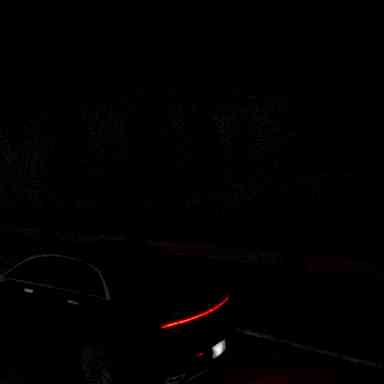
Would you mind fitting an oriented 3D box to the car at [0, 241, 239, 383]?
[{"bbox_3d":[-1.663,1.545,5.178,4.892,1.490,1.837,-1,0,36],"label":"car"}]
